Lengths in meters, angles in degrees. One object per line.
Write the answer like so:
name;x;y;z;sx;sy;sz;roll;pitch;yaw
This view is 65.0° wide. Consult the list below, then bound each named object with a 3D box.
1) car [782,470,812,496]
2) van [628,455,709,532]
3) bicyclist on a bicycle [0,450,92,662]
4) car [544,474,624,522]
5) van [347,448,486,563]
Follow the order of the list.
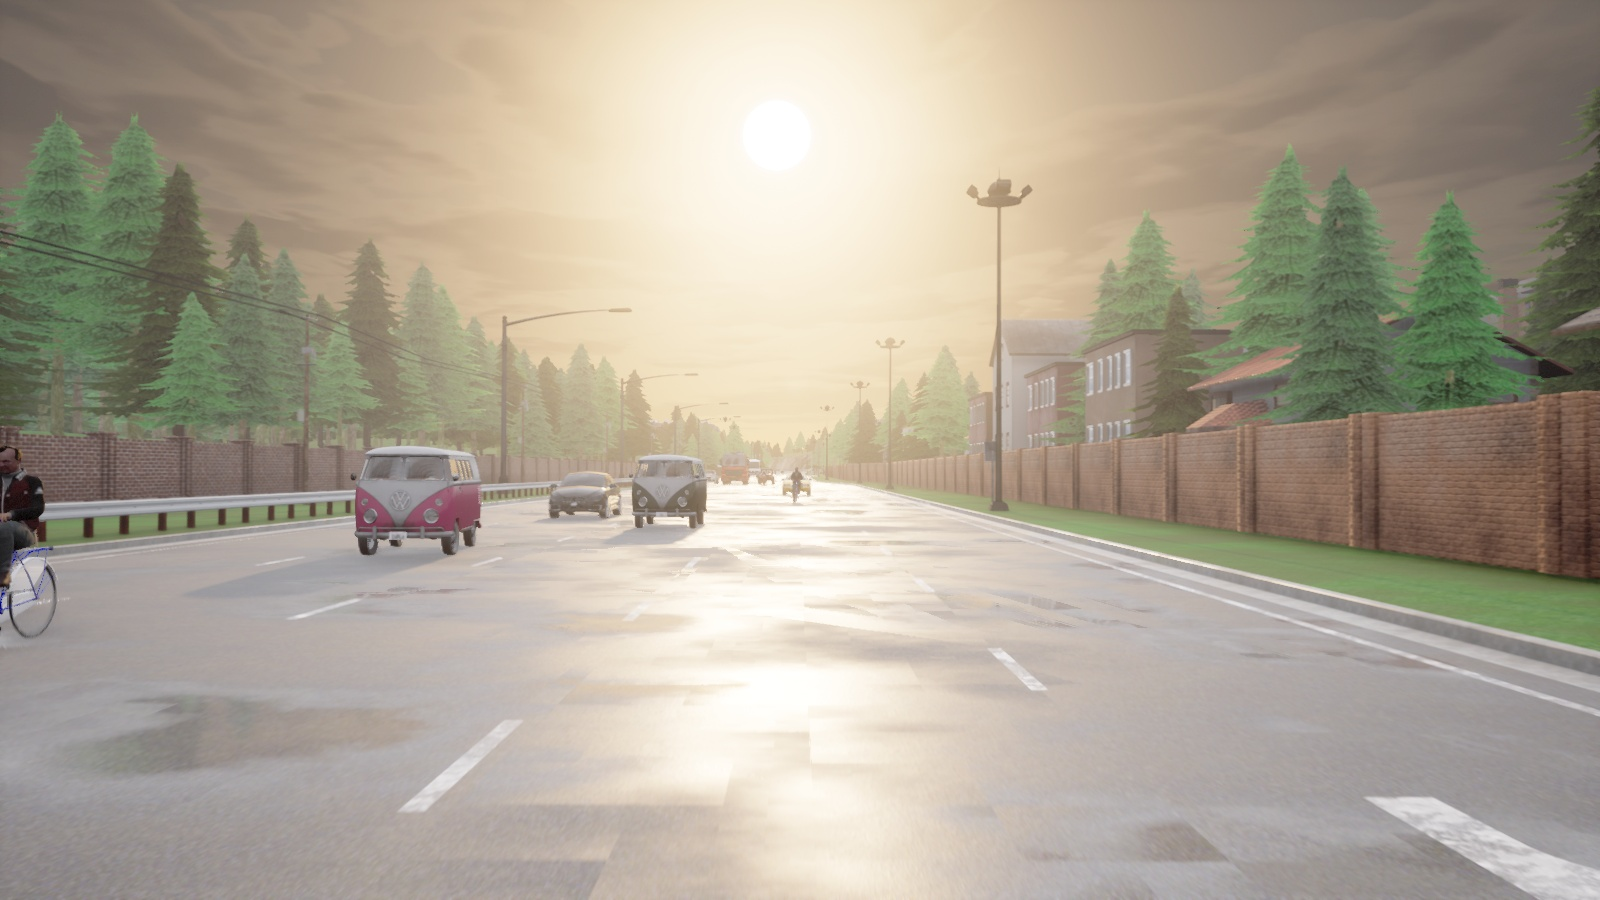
car;-0.198;2.095;80.116;1.801;1.575;5.366;0;-1;0
van;-3.588;1.167;34.949;1.775;1.987;4.442;0;-1;0
bicyclist on a bicycle;-7.028;0.897;10.957;0.659;1.776;1.843;0;-1;0
car;-7.104;1.547;41.790;1.837;1.490;4.892;0;-1;0
van;-7.227;0.999;24.060;1.775;1.987;4.442;0;-1;-7
